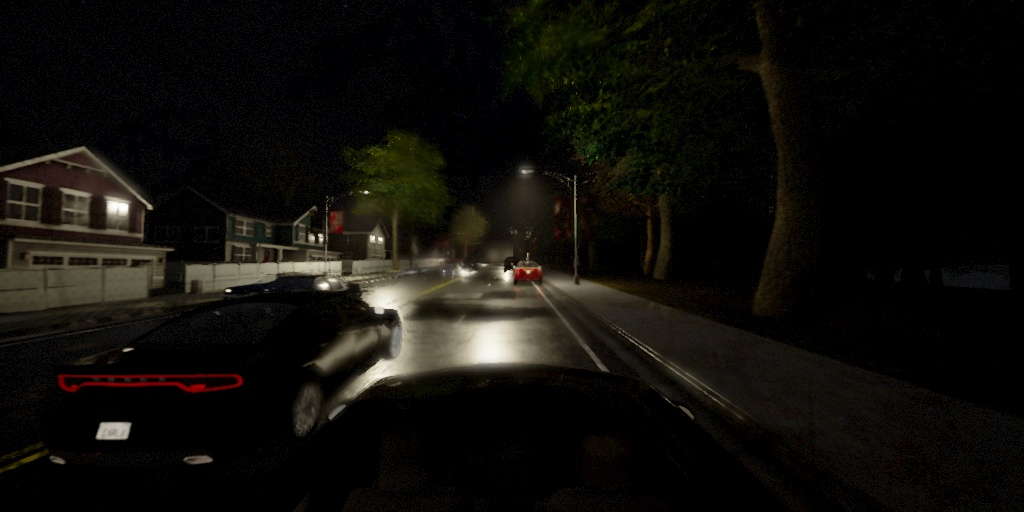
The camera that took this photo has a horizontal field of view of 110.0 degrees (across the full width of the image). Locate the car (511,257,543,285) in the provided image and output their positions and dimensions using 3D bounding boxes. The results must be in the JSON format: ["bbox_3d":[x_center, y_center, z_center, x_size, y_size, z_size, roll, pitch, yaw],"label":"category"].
[{"bbox_3d":[1.148,1.157,27.087,2.097,1.767,4.553,0,0,0],"label":"car"}]

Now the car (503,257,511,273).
[{"bbox_3d":[0.031,1.108,47.672,2.150,2.045,5.566,0,0,0],"label":"car"}]

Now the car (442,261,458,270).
[{"bbox_3d":[-9.780,1.451,56.975,1.812,1.442,4.674,0,0,1],"label":"car"}]

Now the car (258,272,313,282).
[{"bbox_3d":[-6.596,1.313,11.403,2.033,1.411,5.357,0,0,0],"label":"car"}]

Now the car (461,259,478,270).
[{"bbox_3d":[-6.524,1.270,55.433,2.097,1.767,4.553,0,0,1],"label":"car"}]

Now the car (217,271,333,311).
[{"bbox_3d":[-9.842,1.375,15.481,1.895,1.301,4.718,0,0,0],"label":"car"}]

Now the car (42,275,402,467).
[{"bbox_3d":[-3.147,1.233,5.312,1.882,1.535,5.008,0,0,0],"label":"car"}]
